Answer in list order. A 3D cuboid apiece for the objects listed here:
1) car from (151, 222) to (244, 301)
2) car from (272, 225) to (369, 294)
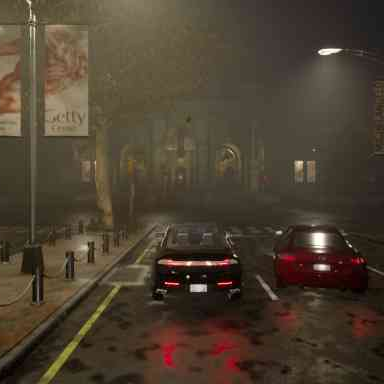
[{"bbox_3d":[0.078,1.492,8.322,2.128,1.511,4.902,0,0,-1],"label":"car"},{"bbox_3d":[3.250,1.564,8.974,1.994,1.385,4.181,0,0,14],"label":"car"}]
